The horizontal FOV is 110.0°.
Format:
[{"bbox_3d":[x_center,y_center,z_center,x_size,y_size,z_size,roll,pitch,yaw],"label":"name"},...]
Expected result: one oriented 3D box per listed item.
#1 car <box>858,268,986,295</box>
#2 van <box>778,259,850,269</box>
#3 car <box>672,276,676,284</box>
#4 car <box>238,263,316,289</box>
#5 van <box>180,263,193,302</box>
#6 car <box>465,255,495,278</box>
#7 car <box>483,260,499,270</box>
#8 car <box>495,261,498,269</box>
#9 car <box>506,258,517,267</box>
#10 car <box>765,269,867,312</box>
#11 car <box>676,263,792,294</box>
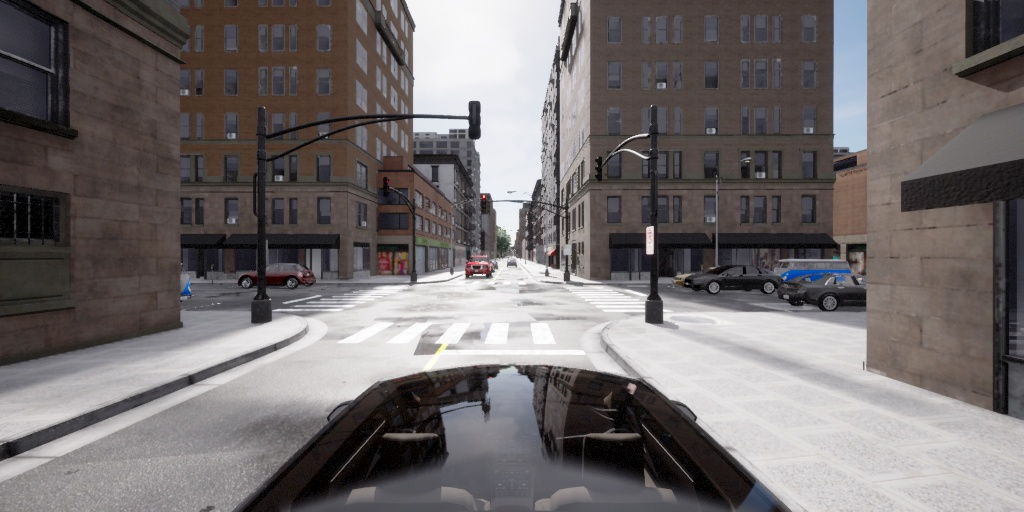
[{"bbox_3d":[21.955,1.346,19.352,4.718,1.301,1.895,0,0,1],"label":"car"},{"bbox_3d":[18.253,1.081,21.959,3.998,1.789,1.690,0,0,1],"label":"van"},{"bbox_3d":[12.413,1.264,22.017,4.829,1.417,1.751,0,0,1],"label":"car"},{"bbox_3d":[-14.611,1.172,22.287,4.097,1.591,1.967,0,0,1],"label":"car"},{"bbox_3d":[-14.678,1.089,13.761,3.998,1.789,1.690,0,0,1],"label":"van"},{"bbox_3d":[-3.111,0.962,34.225,2.150,2.045,5.566,0,0,0],"label":"car"},{"bbox_3d":[-3.106,1.287,54.056,1.994,1.385,4.181,0,0,1],"label":"car"},{"bbox_3d":[-3.117,1.259,44.062,1.812,1.442,4.674,0,0,0],"label":"car"},{"bbox_3d":[-0.026,1.259,63.766,2.033,1.411,5.357,0,0,0],"label":"car"},{"bbox_3d":[12.516,1.305,13.490,4.403,1.370,2.007,0,0,1],"label":"car"},{"bbox_3d":[11.921,1.248,19.465,4.892,1.490,1.837,0,0,-1],"label":"car"}]
